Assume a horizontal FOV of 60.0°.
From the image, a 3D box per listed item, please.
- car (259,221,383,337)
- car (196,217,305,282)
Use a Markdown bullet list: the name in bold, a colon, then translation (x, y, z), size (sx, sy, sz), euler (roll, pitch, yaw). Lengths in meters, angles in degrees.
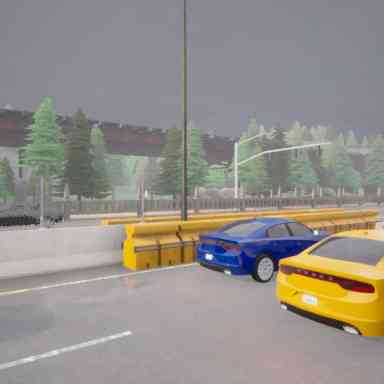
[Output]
- **car**: translation (3.799, 1.477, 6.464), size (5.008, 1.535, 1.882), euler (0, 0, -35)
- **car**: translation (2.438, 1.476, 9.793), size (5.008, 1.535, 1.882), euler (0, 0, -36)
